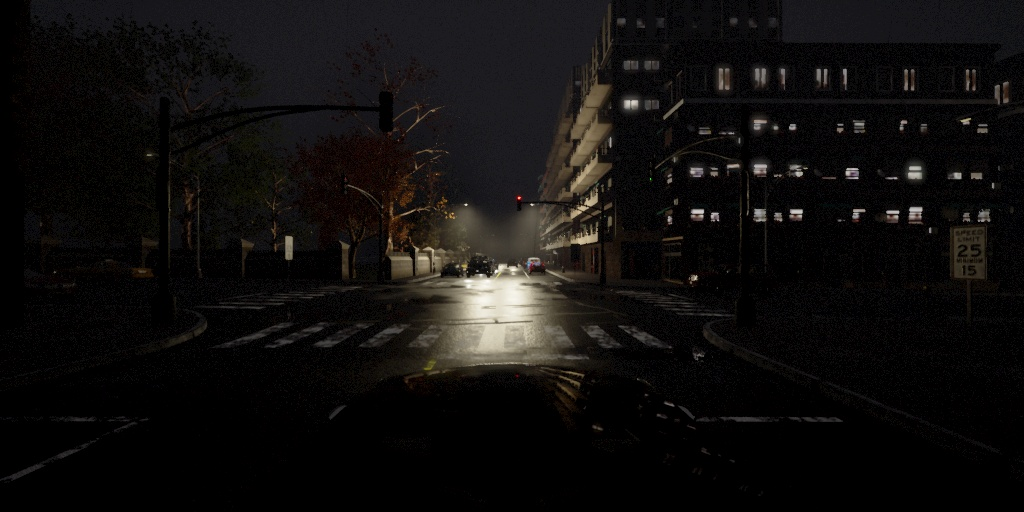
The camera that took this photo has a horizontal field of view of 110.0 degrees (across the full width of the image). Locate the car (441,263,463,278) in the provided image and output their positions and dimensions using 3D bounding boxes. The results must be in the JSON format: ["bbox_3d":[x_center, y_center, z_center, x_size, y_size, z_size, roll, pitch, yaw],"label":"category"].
[{"bbox_3d":[-5.642,1.330,34.367,1.948,1.339,4.313,0,0,0],"label":"car"}]

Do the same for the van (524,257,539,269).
[{"bbox_3d":[2.756,1.116,45.615,1.690,1.789,3.998,0,0,0],"label":"van"}]

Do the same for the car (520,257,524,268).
[{"bbox_3d":[2.772,1.230,56.875,1.967,1.591,4.097,0,0,0],"label":"car"}]

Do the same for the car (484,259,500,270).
[{"bbox_3d":[-3.010,1.279,55.005,2.128,1.511,4.902,0,0,0],"label":"car"}]

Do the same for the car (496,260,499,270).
[{"bbox_3d":[-3.034,1.322,44.906,2.033,1.411,5.357,0,0,0],"label":"car"}]

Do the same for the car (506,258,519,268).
[{"bbox_3d":[0.090,1.304,62.659,1.837,1.490,4.892,0,0,0],"label":"car"}]

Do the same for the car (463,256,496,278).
[{"bbox_3d":[-3.037,0.986,34.654,2.150,2.045,5.566,0,0,1],"label":"car"}]

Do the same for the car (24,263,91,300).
[{"bbox_3d":[-18.945,1.007,13.356,4.207,1.307,1.802,0,0,0],"label":"car"}]

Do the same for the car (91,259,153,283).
[{"bbox_3d":[-24.714,0.882,21.690,4.829,1.417,1.751,0,0,0],"label":"car"}]

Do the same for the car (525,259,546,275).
[{"bbox_3d":[2.747,1.314,39.985,1.888,1.381,4.507,0,0,0],"label":"car"}]

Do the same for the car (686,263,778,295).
[{"bbox_3d":[13.479,1.353,21.998,5.009,1.841,2.192,0,0,0],"label":"car"}]
